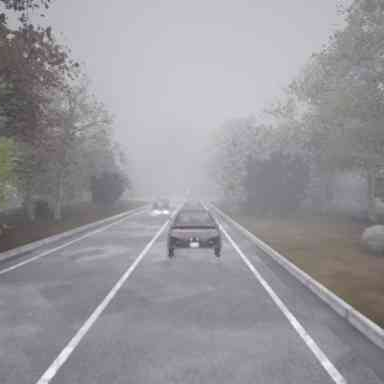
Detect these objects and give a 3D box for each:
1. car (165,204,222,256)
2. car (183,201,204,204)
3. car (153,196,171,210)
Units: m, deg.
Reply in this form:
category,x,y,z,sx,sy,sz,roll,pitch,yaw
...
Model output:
category,x,y,z,sx,sy,sz,roll,pitch,yaw
car,0.088,1.441,12.960,2.128,1.511,4.902,0,0,0
car,0.091,1.422,28.704,1.994,1.385,4.181,0,0,0
car,-3.588,1.285,39.930,2.128,1.511,4.902,0,0,0
